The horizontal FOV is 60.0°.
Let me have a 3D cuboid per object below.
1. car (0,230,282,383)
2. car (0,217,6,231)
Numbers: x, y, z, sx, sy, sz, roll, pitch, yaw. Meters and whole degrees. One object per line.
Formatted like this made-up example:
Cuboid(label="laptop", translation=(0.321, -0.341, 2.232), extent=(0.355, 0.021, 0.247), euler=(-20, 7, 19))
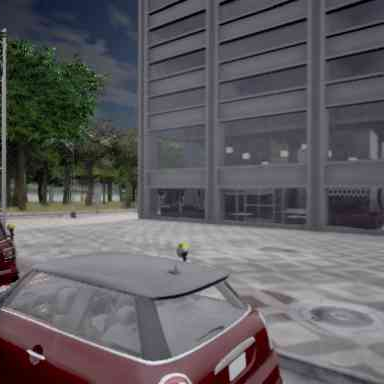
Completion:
Cuboid(label="car", translation=(-1.212, 1.431, 3.827), extent=(4.097, 1.590, 1.967), euler=(0, 0, 36))
Cuboid(label="car", translation=(-5.638, 1.291, 6.986), extent=(5.009, 1.841, 2.192), euler=(0, 0, 36))
